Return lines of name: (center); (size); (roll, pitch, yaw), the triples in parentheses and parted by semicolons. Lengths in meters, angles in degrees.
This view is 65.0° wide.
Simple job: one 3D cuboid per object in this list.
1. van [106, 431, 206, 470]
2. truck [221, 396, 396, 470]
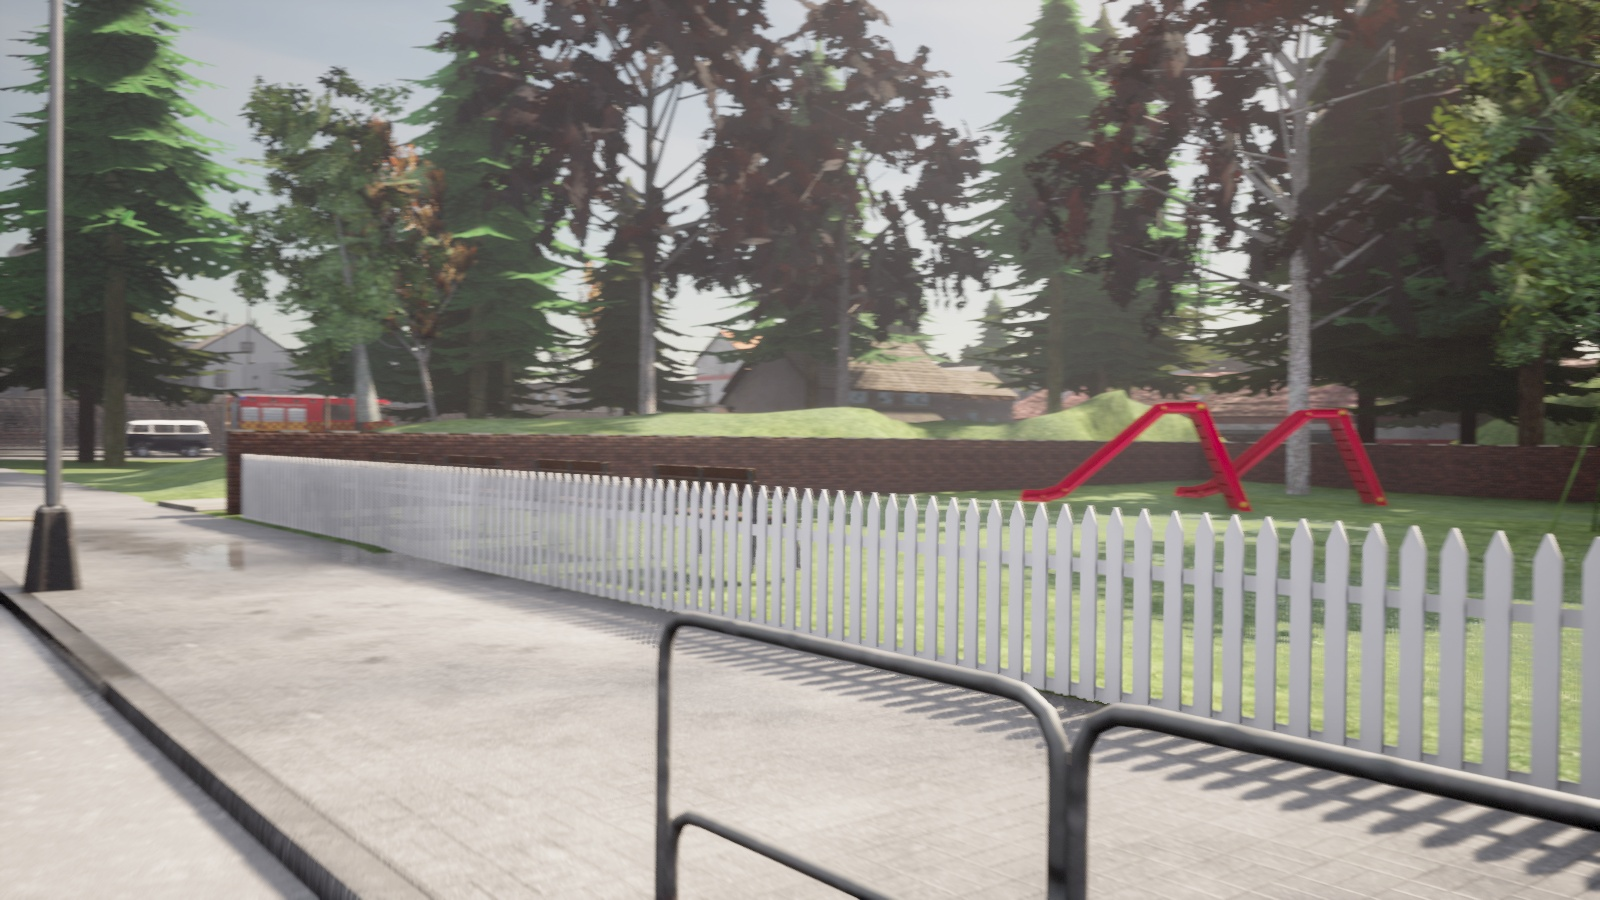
van: (-34.900, 0.020, 68.080); (4.480, 2.038, 2.069); (-1, 1, -38)
truck: (-26.992, -0.932, 69.248); (8.468, 3.827, 2.891); (-1, 1, -38)
